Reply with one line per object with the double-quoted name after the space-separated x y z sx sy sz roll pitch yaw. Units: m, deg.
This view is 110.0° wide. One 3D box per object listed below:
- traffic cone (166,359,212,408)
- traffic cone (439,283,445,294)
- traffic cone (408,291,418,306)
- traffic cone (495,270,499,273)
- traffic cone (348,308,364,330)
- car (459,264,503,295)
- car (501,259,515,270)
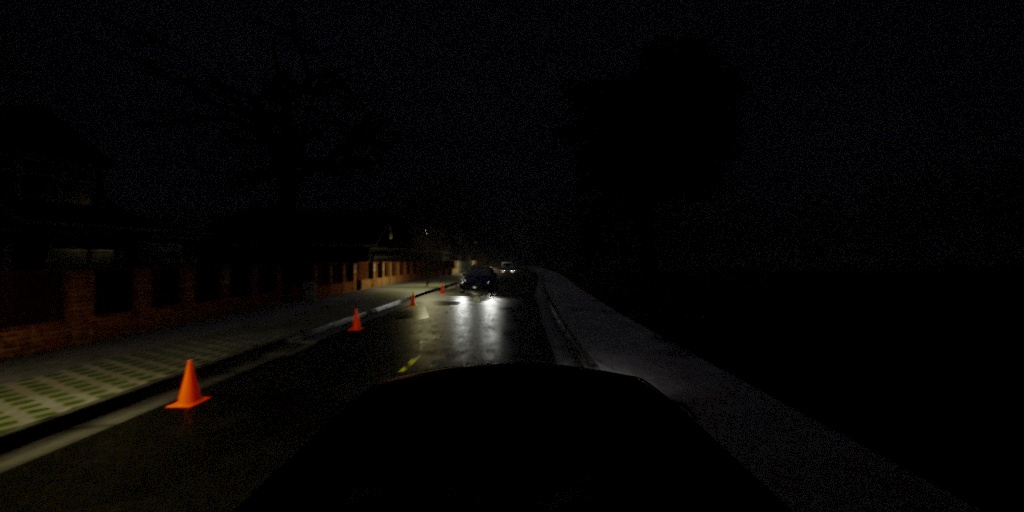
-4.416 1.717 4.918 0.340 0.580 0.340 0 0 1 "traffic cone"
-3.882 1.798 20.029 0.340 0.580 0.340 0 0 3 "traffic cone"
-4.142 1.771 14.995 0.340 0.580 0.340 0 0 2 "traffic cone"
-2.123 1.974 44.925 0.340 0.580 0.340 0 0 2 "traffic cone"
-4.320 1.744 9.958 0.340 0.580 0.340 0 0 2 "traffic cone"
-1.812 1.377 20.980 1.812 1.442 4.674 0 0 4 "car"
-0.790 1.491 64.764 2.150 2.045 5.566 0 -1 -1 "car"
